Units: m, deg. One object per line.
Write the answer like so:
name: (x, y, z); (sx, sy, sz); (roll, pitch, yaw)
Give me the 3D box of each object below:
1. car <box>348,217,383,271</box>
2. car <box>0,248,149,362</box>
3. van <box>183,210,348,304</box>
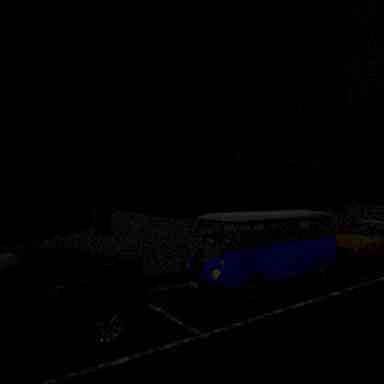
car: (6.019, 1.520, 10.929); (4.829, 1.417, 1.752); (0, 0, -35)
car: (-2.704, 1.565, 4.723); (4.313, 1.339, 1.947); (0, 0, -35)
van: (1.726, 1.338, 7.875); (3.998, 1.788, 1.690); (0, 0, -35)
